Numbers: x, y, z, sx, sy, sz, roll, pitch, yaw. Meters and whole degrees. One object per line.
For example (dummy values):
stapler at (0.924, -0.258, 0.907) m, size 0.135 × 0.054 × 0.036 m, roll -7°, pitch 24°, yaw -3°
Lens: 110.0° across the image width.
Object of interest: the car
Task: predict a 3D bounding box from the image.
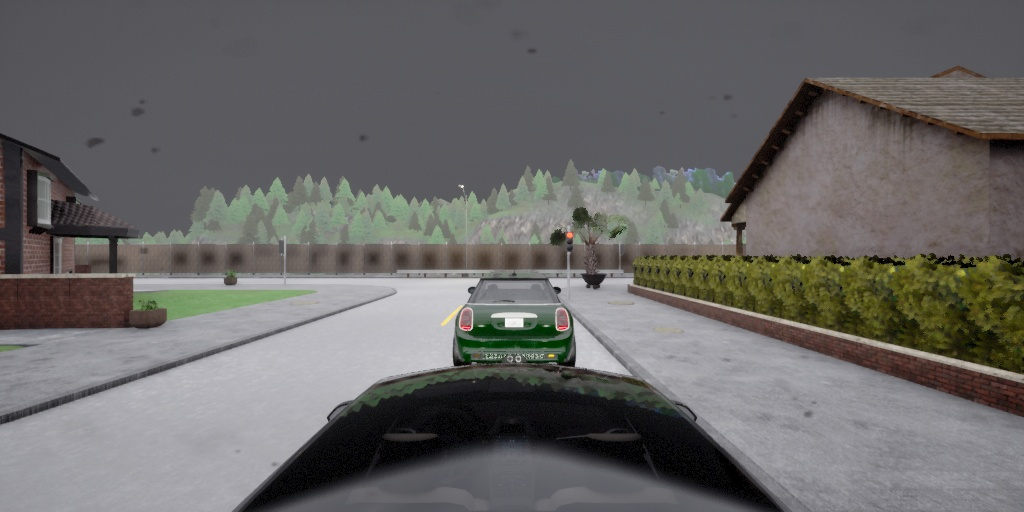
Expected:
car at (0.053, 1.102, 7.939) m, size 2.097 × 1.767 × 4.553 m, roll 0°, pitch 0°, yaw 0°
